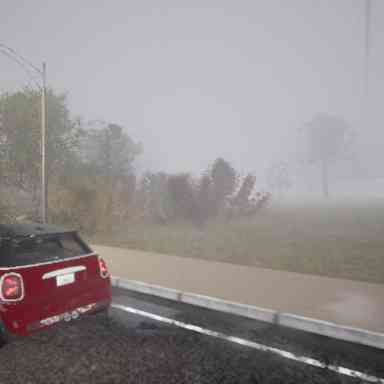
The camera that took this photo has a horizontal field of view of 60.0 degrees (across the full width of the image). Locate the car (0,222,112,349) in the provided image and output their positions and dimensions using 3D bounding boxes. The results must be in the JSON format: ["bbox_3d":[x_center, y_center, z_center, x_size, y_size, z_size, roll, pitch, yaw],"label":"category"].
[{"bbox_3d":[-3.697,1.390,6.399,4.553,1.767,2.097,0,0,35],"label":"car"}]
